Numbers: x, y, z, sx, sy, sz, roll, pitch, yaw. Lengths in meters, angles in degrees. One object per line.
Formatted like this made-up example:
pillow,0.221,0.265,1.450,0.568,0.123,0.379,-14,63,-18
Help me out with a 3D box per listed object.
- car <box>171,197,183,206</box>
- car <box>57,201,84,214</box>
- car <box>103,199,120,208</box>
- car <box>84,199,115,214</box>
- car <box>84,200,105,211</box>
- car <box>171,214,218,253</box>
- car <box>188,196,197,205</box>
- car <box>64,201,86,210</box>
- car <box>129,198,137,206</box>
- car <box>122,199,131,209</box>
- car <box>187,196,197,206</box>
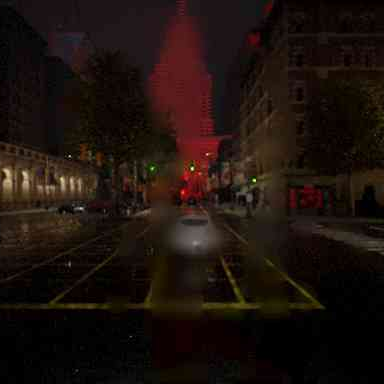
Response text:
car,-3.463,2.300,72.465,1.994,1.385,4.181,0,-1,0
car,-15.061,1.982,41.911,2.033,1.411,5.357,0,-1,0
car,-14.968,2.117,61.865,1.882,1.535,5.008,0,-1,0
car,-11.562,1.911,41.862,1.882,1.535,5.008,0,-1,0
car,-14.989,2.037,51.451,1.837,1.490,4.892,0,-1,1
car,0.108,1.674,14.284,1.812,1.442,4.674,0,-1,0
car,0.042,2.065,81.483,2.150,2.045,5.566,0,-1,0
car,-18.223,2.133,51.981,1.895,1.301,4.718,0,-1,0
car,-11.468,1.991,61.896,2.097,1.767,4.553,0,-1,0
car,-11.492,2.082,51.674,2.033,1.411,5.357,0,-1,0
car,0.037,2.099,72.084,2.097,1.767,4.553,0,-1,0
